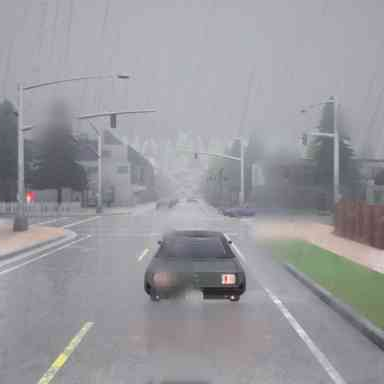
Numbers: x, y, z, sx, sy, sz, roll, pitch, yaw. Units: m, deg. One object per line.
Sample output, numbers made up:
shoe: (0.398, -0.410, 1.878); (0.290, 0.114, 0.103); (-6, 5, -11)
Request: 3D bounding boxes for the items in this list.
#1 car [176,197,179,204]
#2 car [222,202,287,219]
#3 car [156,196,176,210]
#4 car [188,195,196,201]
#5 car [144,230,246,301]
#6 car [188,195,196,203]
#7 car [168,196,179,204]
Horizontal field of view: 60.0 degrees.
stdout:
car: (-3.590, 1.505, 54.082); (1.837, 1.490, 4.892); (0, 0, 0)
car: (5.299, 1.533, 28.424); (5.357, 1.411, 2.033); (0, 0, -4)
car: (-3.595, 1.477, 44.121); (1.882, 1.535, 5.008); (0, 0, 0)
car: (-0.001, 1.478, 81.512); (1.882, 1.535, 5.008); (0, 0, 0)
car: (0.068, 1.601, 8.245); (1.895, 1.301, 4.718); (0, 0, 0)
car: (0.002, 1.595, 71.476); (1.895, 1.301, 4.718); (0, 0, 0)
car: (-3.557, 1.564, 64.144); (1.994, 1.385, 4.181); (0, 0, 0)
